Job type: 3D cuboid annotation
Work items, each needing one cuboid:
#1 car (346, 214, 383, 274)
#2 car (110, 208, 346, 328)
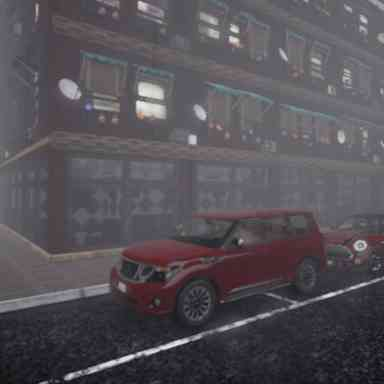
[{"bbox_3d":[5.440,1.435,10.442,4.097,1.590,1.967,0,0,-36],"label":"car"},{"bbox_3d":[0.854,1.313,7.167,5.009,1.841,2.192,0,0,-36],"label":"car"}]
